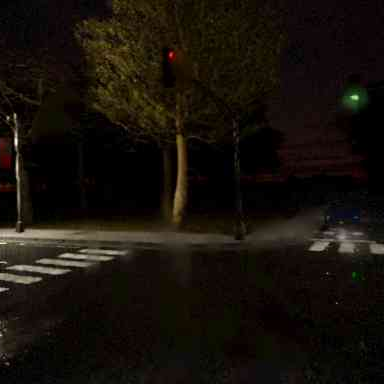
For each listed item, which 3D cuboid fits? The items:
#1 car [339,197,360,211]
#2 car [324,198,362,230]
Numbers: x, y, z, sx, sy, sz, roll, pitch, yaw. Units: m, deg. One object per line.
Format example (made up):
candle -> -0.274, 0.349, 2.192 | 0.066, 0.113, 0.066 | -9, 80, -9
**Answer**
car -> 18.682, 1.380, 39.295 | 2.033, 1.411, 5.357 | -2, 0, 27
car -> 9.328, 1.406, 20.570 | 1.882, 1.535, 5.008 | -2, 0, 27
